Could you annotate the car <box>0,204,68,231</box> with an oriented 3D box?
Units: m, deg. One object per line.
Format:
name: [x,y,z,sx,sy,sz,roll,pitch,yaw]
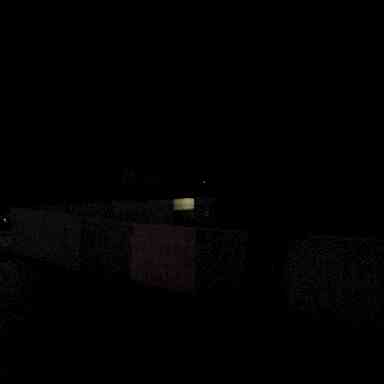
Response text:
car: [-10.036,1.608,21.800,1.882,1.535,5.008,-3,-1,36]

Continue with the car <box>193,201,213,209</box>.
car: [2.074,1.356,38.283,1.882,1.535,5.008,-3,-1,37]

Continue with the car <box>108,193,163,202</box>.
car: [-3.938,1.139,25.150,2.150,2.045,5.566,-3,-1,36]

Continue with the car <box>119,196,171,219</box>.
car: [-4.114,1.357,29.879,2.097,1.767,4.553,-3,-1,34]
